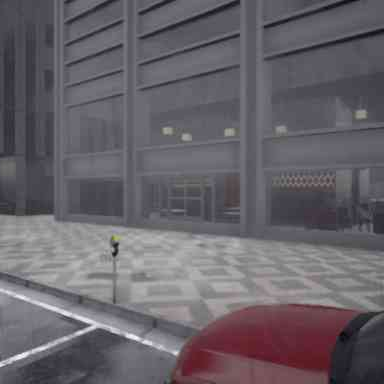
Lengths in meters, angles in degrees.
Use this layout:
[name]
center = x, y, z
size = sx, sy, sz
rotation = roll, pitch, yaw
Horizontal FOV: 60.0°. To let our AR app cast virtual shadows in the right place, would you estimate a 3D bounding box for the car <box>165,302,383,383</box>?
[car]
center = 2.072, 1.317, 1.485
size = 5.009, 1.841, 2.192
rotation = 0, 0, 35
